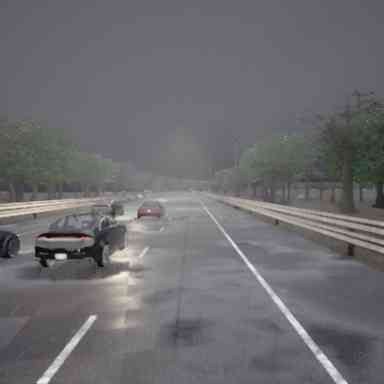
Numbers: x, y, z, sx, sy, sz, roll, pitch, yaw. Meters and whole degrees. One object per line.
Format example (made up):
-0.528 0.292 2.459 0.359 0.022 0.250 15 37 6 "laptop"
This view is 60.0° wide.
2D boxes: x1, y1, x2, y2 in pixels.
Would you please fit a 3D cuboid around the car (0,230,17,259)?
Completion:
-6.903 1.527 9.763 1.994 1.385 4.181 0 0 0 "car"

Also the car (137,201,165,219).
-3.405 1.461 28.251 1.994 1.385 4.181 0 0 0 "car"

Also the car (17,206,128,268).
-3.404 1.450 11.064 2.128 1.511 4.902 0 0 0 "car"

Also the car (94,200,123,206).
-6.907 1.391 27.631 2.128 1.511 4.902 0 0 0 "car"
